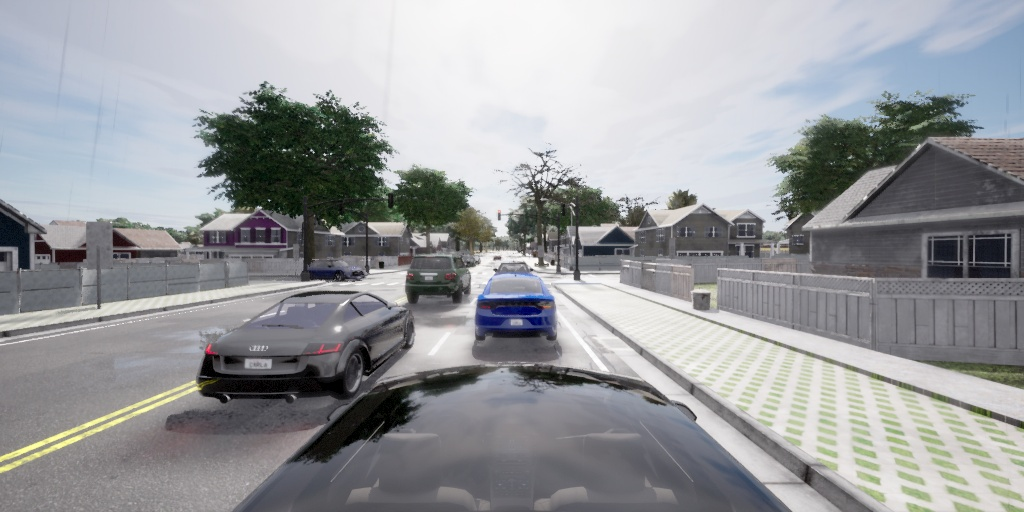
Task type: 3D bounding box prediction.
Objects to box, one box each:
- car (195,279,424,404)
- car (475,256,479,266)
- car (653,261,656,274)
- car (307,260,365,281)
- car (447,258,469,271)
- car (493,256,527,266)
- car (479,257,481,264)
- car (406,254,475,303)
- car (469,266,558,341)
[{"bbox_3d":[-3.157,1.308,6.470,1.994,1.385,4.181,0,0,0],"label":"car"},{"bbox_3d":[-6.661,0.715,54.238,2.097,1.767,4.553,0,1,0],"label":"car"},{"bbox_3d":[12.675,1.094,32.532,4.718,1.301,1.895,0,1,1],"label":"car"},{"bbox_3d":[-13.695,1.077,27.781,4.553,1.767,2.097,-1,-1,18],"label":"car"},{"bbox_3d":[-6.664,1.011,44.800,2.033,1.411,5.357,0,1,0],"label":"car"},{"bbox_3d":[0.074,1.041,18.842,2.097,1.767,4.553,0,0,0],"label":"car"},{"bbox_3d":[-6.652,0.727,64.518,2.033,1.411,5.357,0,1,0],"label":"car"},{"bbox_3d":[-3.173,0.926,16.351,2.150,2.045,5.566,0,0,0],"label":"car"},{"bbox_3d":[0.088,1.212,9.887,1.882,1.535,5.008,0,0,0],"label":"car"}]
